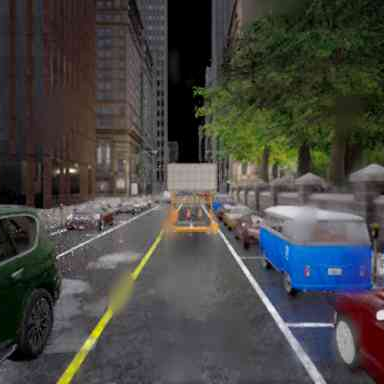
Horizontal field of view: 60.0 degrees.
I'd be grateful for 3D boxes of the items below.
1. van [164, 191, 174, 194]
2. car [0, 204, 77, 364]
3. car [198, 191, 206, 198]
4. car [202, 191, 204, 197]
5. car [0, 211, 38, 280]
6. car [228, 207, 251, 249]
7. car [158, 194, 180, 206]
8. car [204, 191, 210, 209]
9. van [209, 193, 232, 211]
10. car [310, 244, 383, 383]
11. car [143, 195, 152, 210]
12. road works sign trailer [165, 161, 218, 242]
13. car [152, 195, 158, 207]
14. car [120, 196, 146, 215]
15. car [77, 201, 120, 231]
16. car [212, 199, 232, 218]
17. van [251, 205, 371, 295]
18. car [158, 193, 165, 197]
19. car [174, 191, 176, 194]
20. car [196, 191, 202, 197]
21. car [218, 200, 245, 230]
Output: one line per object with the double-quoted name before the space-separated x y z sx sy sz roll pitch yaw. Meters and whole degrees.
"van" -5.805 0.725 79.117 1.690 1.788 3.998 0 0 0
"car" -3.101 1.203 2.948 2.150 2.045 5.566 0 0 0
"car" 2.714 0.617 90.011 2.192 1.841 5.009 0 0 0
"car" 2.742 1.011 41.428 2.192 1.841 5.009 0 0 0
"car" -5.767 1.387 8.268 1.967 1.590 4.097 0 0 0
"car" 2.756 1.489 13.809 1.802 1.307 4.206 0 0 0
"car" -3.101 1.259 45.836 1.895 1.301 4.718 0 0 0
"car" 2.745 1.057 35.903 2.192 1.841 5.009 0 0 0
"van" 2.747 1.127 30.380 1.690 1.788 3.998 0 0 0
"car" 2.762 1.528 2.760 1.887 1.381 4.507 0 0 0
"car" -5.781 1.269 35.720 1.752 1.417 4.829 0 0 0
"road works sign trailer" -0.008 0.359 15.595 2.380 3.560 2.880 0 0 0
"car" -5.784 1.137 41.413 1.967 1.590 4.097 0 0 0
"car" -5.779 1.337 30.366 2.008 1.369 4.403 0 0 0
"car" -5.773 1.308 19.316 1.967 1.590 4.097 0 0 0
"car" 2.750 1.409 24.857 1.802 1.307 4.206 0 0 0
"van" 2.759 1.288 8.282 1.690 1.788 3.998 0 0 0
"car" -5.790 1.167 52.462 1.947 1.339 4.313 0 0 0
"car" -5.808 0.782 84.558 1.967 1.590 4.097 0 0 0
"car" 2.717 0.657 84.570 2.192 1.841 5.009 0 0 0
"car" 2.753 1.392 19.502 1.752 1.417 4.829 0 0 0
